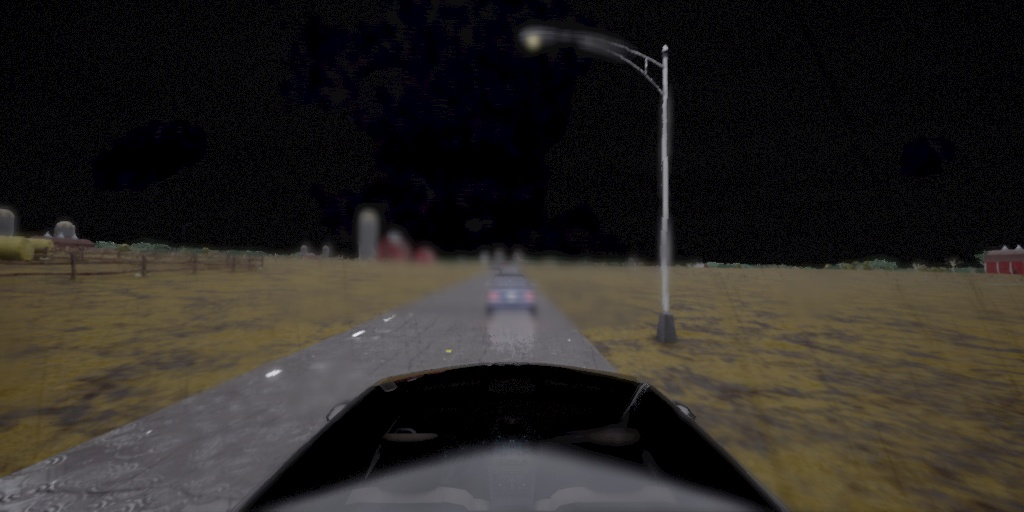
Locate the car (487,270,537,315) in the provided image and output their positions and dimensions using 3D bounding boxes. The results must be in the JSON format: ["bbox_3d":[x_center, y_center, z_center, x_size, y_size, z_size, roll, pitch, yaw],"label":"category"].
[{"bbox_3d":[0.001,1.444,14.427,2.033,1.411,5.357,0,-1,0],"label":"car"}]

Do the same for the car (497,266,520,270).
[{"bbox_3d":[0.002,1.708,30.149,1.895,1.301,4.718,0,-1,0],"label":"car"}]
